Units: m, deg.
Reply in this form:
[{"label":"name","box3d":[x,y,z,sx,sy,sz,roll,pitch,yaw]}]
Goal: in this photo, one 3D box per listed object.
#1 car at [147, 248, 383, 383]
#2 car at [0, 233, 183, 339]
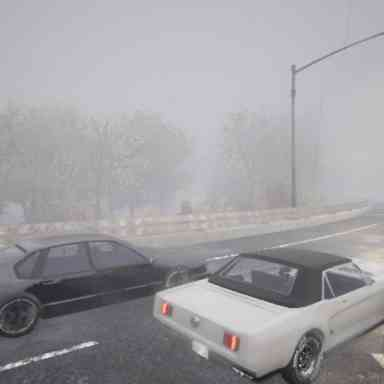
[{"label":"car","box3d":[1.844,1.596,5.371,4.718,1.301,1.895,0,0,-38]},{"label":"car","box3d":[-2.161,1.559,6.640,5.357,1.411,2.033,0,0,-37]}]
